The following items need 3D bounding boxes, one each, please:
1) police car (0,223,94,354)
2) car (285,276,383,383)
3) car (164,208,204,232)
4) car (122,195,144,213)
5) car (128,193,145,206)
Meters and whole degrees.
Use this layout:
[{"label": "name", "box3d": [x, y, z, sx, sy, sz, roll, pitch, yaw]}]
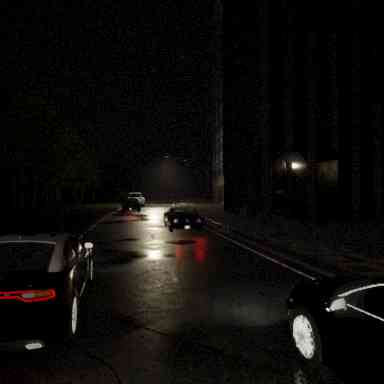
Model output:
[{"label": "police car", "box3d": [-3.041, 1.424, 6.451, 1.930, 1.638, 5.238, 0, 0, -12]}, {"label": "car", "box3d": [2.661, 1.505, 3.110, 1.837, 1.490, 4.892, 0, 0, -13]}, {"label": "car", "box3d": [-0.628, 1.574, 19.948, 1.895, 1.301, 4.718, 0, 0, -10]}, {"label": "car", "box3d": [-6.478, 1.420, 35.931, 1.837, 1.490, 4.892, 0, 0, -6]}, {"label": "car", "box3d": [-7.789, 1.100, 46.302, 2.150, 2.045, 5.566, 0, 0, -4]}]
